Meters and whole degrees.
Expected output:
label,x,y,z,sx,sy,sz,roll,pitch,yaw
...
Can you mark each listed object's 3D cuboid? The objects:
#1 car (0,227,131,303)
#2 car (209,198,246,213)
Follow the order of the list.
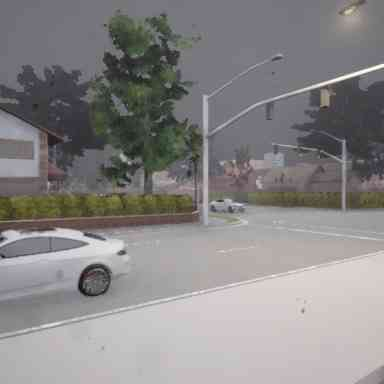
label,x,y,z,sx,sy,sz,roll,pitch,yaw
car,-3.586,1.508,6.971,4.674,1.442,1.812,0,0,-36
car,3.773,1.435,36.342,1.812,1.442,4.674,0,0,-36
